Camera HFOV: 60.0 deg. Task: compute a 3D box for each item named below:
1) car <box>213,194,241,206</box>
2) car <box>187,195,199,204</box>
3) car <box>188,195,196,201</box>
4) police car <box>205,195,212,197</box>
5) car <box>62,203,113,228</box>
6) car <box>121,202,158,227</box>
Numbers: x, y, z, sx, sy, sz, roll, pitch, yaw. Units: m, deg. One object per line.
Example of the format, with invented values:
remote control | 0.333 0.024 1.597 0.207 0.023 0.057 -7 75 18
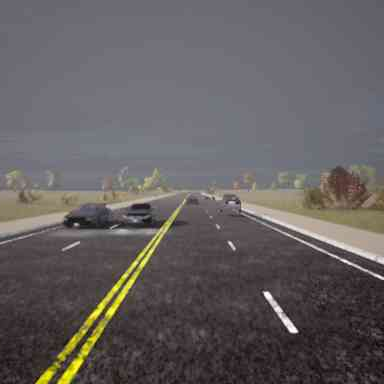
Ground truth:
car | 3.246 0.899 29.335 2.033 1.649 4.856 0 0 0
car | 0.092 1.287 55.207 2.033 1.411 5.357 0 0 0
car | -0.011 1.249 73.430 1.895 1.301 4.718 0 0 0
police car | 3.241 0.809 59.535 2.038 1.542 4.974 0 0 0
car | -6.560 1.447 21.566 2.033 1.411 5.357 0 0 0
car | -3.309 1.424 21.754 1.812 1.442 4.674 0 0 0
